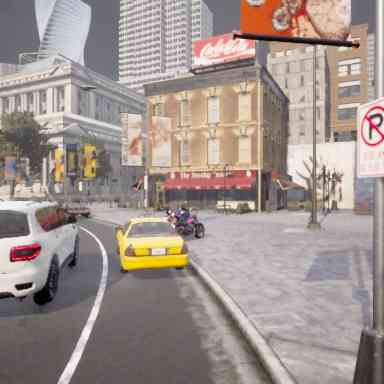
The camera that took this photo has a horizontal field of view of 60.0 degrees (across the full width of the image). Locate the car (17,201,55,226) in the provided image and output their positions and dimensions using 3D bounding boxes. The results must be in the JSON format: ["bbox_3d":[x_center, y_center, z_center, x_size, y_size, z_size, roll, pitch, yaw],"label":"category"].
[{"bbox_3d":[-11.661,1.494,24.663,1.837,1.490,4.892,1,0,-34],"label":"car"}]

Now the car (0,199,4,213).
[{"bbox_3d":[-23.291,1.525,37.183,5.357,1.411,2.033,0,0,37],"label":"car"}]

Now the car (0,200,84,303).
[{"bbox_3d":[-4.179,1.219,8.099,2.150,2.045,5.566,0,0,-11],"label":"car"}]

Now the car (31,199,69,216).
[{"bbox_3d":[-14.167,1.507,33.065,2.002,1.452,4.674,0,0,-44],"label":"car"}]

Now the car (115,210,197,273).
[{"bbox_3d":[-1.478,1.456,10.764,1.801,1.575,5.366,0,0,-15],"label":"car"}]
